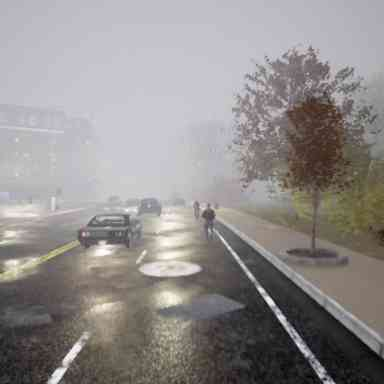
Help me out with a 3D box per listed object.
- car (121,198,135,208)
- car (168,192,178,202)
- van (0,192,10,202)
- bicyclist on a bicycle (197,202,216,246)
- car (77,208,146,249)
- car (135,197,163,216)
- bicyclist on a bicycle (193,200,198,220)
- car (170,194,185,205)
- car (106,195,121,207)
[{"bbox_3d":[-8.152,1.479,45.759,1.994,1.385,4.181,0,0,-3],"label":"car"},{"bbox_3d":[-4.063,1.064,74.014,2.150,2.045,5.566,0,0,-6],"label":"car"},{"bbox_3d":[-33.480,0.809,57.057,3.998,1.788,1.690,1,-1,-34],"label":"van"},{"bbox_3d":[0.709,1.342,14.265,0.659,1.776,1.843,0,0,-1],"label":"bicyclist on a bicycle"},{"bbox_3d":[-3.340,1.575,14.473,1.895,1.301,4.718,0,0,-1],"label":"car"},{"bbox_3d":[-3.969,1.293,32.113,2.097,1.767,4.553,0,0,-3],"label":"car"},{"bbox_3d":[0.377,1.403,25.303,0.582,1.620,1.656,0,0,-2],"label":"bicyclist on a bicycle"},{"bbox_3d":[-2.246,1.447,55.668,1.994,1.385,4.181,0,0,-4],"label":"car"},{"bbox_3d":[-11.679,1.301,50.203,2.097,1.767,4.553,0,0,-7],"label":"car"}]
